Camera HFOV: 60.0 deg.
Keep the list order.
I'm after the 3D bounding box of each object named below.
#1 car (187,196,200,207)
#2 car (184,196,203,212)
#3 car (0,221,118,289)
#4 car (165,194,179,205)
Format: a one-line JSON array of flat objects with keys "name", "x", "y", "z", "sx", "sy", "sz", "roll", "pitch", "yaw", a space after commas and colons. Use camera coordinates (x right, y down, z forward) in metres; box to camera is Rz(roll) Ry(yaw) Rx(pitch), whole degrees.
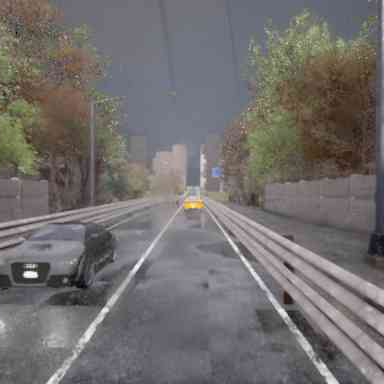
[{"name": "car", "x": 0.192, "y": 1.325, "z": 47.712, "sx": 1.812, "sy": 1.442, "sz": 4.674, "roll": 0, "pitch": 0, "yaw": 1}, {"name": "car", "x": 0.134, "y": 1.259, "z": 35.923, "sx": 1.882, "sy": 1.535, "sz": 5.008, "roll": 0, "pitch": 0, "yaw": 0}, {"name": "car", "x": -3.319, "y": 1.493, "z": 8.835, "sx": 1.994, "sy": 1.385, "sz": 4.181, "roll": 0, "pitch": 0, "yaw": 0}, {"name": "car", "x": -3.119, "y": 1.173, "z": 52.530, "sx": 2.097, "sy": 1.767, "sz": 4.553, "roll": 0, "pitch": 0, "yaw": 1}]
